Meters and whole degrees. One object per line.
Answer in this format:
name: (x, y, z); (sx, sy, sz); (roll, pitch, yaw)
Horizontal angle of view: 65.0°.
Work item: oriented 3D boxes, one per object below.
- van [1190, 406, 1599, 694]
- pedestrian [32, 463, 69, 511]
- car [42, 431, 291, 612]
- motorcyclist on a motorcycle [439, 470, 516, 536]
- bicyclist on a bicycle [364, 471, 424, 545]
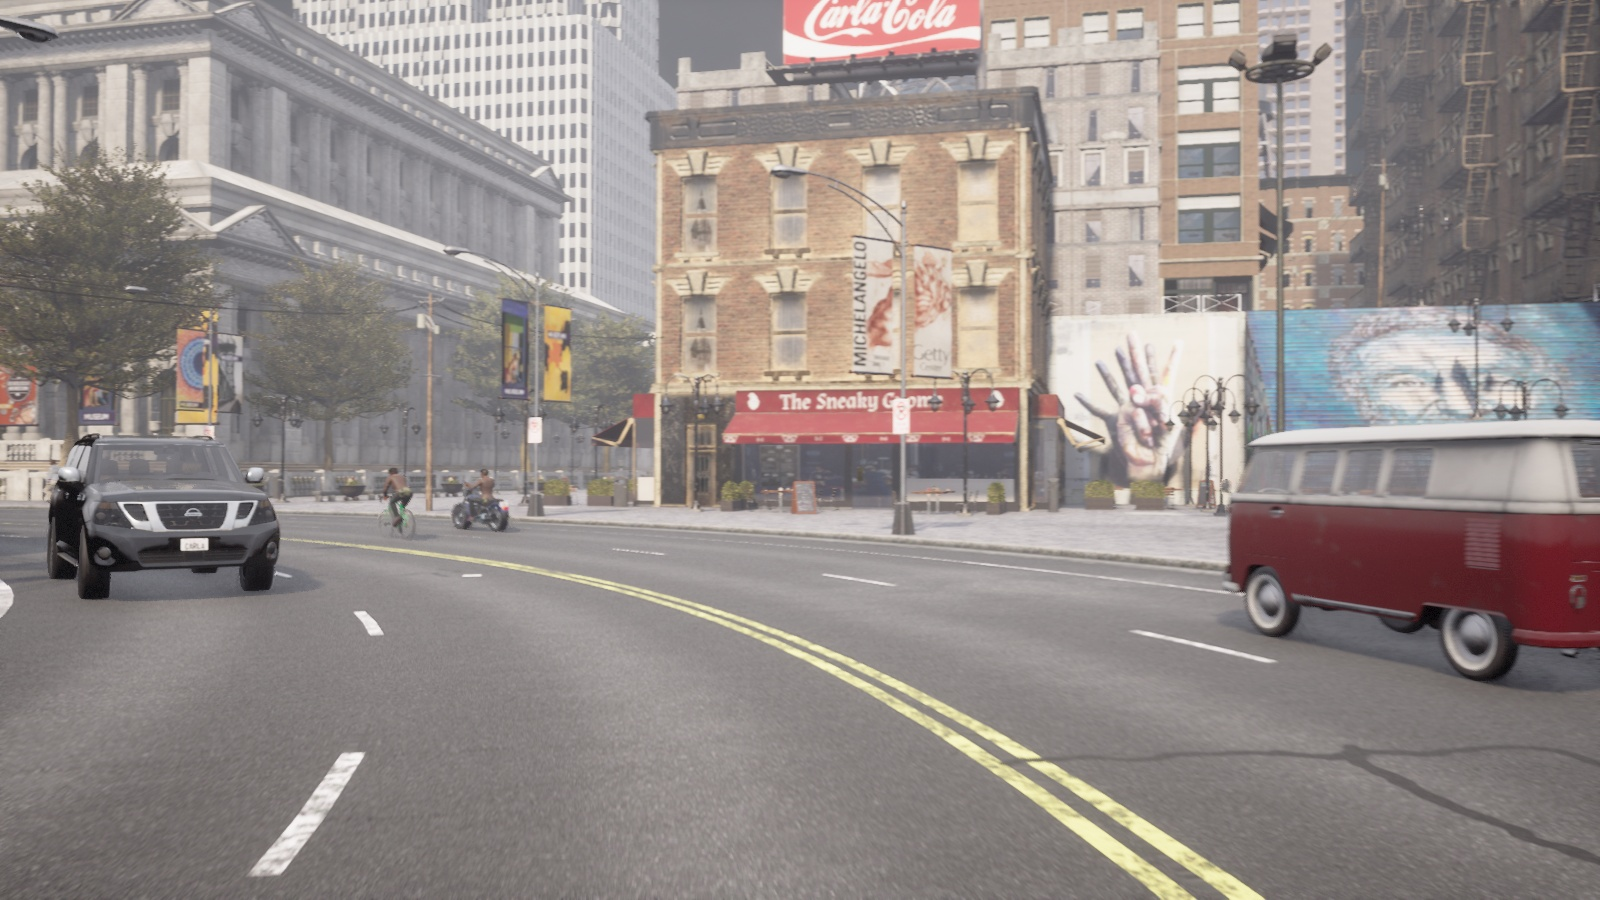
van: (5.445, 0.725, 11.045); (1.775, 1.987, 4.442); (0, -1, -14)
pedestrian: (-29.634, 1.454, 49.674); (0.900, 1.855, 0.874); (-1, -1, 16)
car: (-8.765, 0.864, 17.069); (2.150, 2.045, 5.566); (1, -1, -36)
motorcyclist on a motorcycle: (-8.329, 1.349, 32.341); (2.350, 1.649, 0.766); (-1, -1, 43)
bicyclist on a bicycle: (-9.142, 1.287, 28.258); (1.656, 1.620, 0.582); (-2, -1, 45)
